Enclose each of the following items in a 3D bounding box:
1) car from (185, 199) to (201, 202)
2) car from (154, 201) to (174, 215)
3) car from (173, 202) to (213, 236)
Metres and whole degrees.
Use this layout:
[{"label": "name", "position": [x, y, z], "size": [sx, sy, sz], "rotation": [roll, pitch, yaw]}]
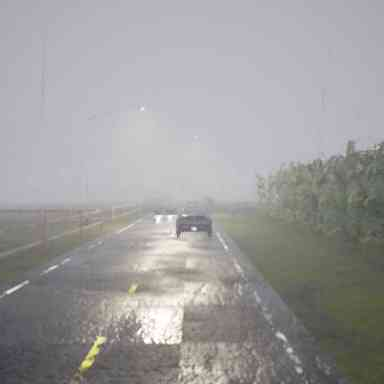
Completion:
[{"label": "car", "position": [0.110, 1.582, 40.826], "size": [1.994, 1.385, 4.181], "rotation": [0, 0, 0]}, {"label": "car", "position": [-2.741, 1.580, 34.131], "size": [1.994, 1.385, 4.181], "rotation": [0, 0, 0]}, {"label": "car", "position": [0.105, 1.512, 18.368], "size": [1.837, 1.490, 4.892], "rotation": [0, 0, 0]}]
